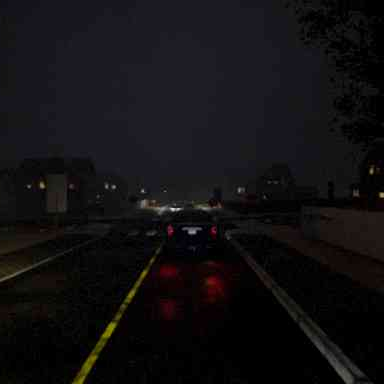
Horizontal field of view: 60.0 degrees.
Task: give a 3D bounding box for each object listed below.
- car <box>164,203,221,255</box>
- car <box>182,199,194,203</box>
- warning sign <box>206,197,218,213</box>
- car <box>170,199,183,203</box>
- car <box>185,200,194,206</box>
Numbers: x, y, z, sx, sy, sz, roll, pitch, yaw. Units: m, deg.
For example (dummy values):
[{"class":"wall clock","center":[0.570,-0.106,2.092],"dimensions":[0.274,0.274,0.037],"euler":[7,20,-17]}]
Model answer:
[{"class":"car","center":[0.023,1.492,14.056],"dimensions":[2.097,1.767,4.553],"euler":[0,-1,0]},{"class":"car","center":[-0.458,2.485,64.381],"dimensions":[1.895,1.301,4.718],"euler":[0,-1,-1]},{"class":"warning sign","center":[2.421,1.605,40.379],"dimensions":[1.300,1.860,1.060],"euler":[2,1,-1]},{"class":"car","center":[-3.257,2.431,66.904],"dimensions":[2.128,1.511,4.902],"euler":[0,-1,0]},{"class":"car","center":[-0.698,2.578,79.990],"dimensions":[1.994,1.385,4.181],"euler":[0,-1,-2]}]
